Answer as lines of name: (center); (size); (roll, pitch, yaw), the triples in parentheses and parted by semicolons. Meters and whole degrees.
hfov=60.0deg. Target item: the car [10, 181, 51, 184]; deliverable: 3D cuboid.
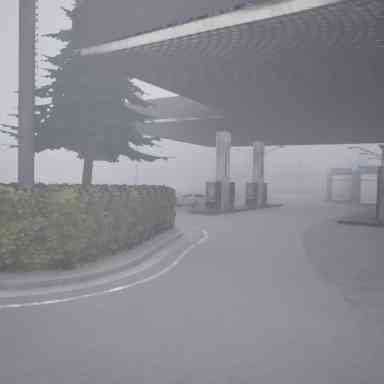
car: (-17.221, -0.176, 35.204); (3.866, 1.878, 1.905); (2, 2, 35)

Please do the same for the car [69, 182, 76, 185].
car: (-25.427, -1.281, 68.062); (4.605, 1.855, 1.932); (2, 2, 35)

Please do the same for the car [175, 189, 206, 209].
car: (0.310, 0.777, 30.775); (1.812, 1.442, 4.674); (2, 2, 35)

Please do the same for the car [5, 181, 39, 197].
car: (-21.753, -0.461, 42.422); (4.605, 1.855, 1.932); (2, 2, 35)

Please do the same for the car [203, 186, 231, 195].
car: (4.898, -0.326, 65.594); (5.027, 1.636, 2.152); (2, 2, 35)

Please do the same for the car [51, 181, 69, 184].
car: (-26.765, -1.255, 65.450); (3.866, 1.878, 1.905); (2, 2, 35)
